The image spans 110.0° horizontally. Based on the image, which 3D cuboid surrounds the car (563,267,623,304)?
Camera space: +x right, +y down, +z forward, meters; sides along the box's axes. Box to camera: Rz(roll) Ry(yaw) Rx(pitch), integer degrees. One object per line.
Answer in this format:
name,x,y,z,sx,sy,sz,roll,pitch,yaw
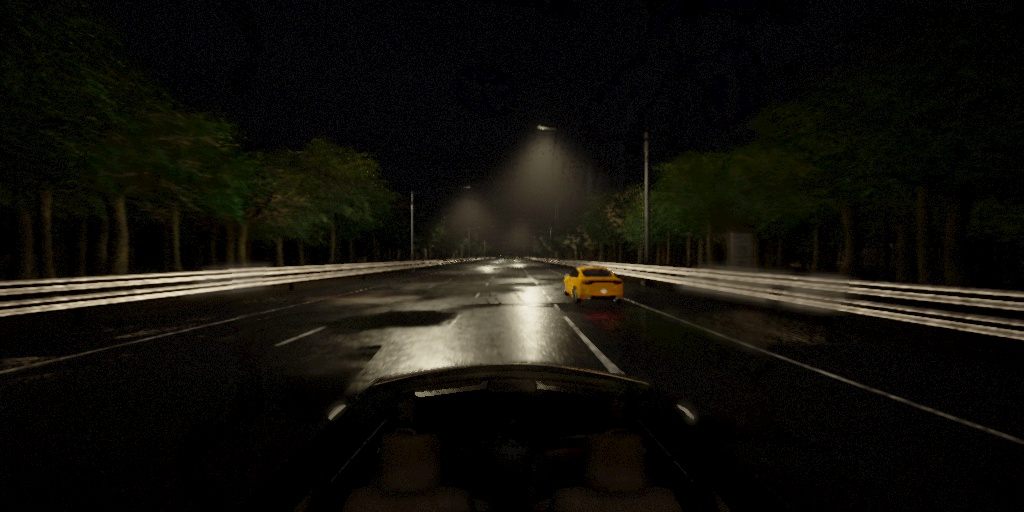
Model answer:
car,3.565,1.228,16.486,1.882,1.535,5.008,0,0,-1
